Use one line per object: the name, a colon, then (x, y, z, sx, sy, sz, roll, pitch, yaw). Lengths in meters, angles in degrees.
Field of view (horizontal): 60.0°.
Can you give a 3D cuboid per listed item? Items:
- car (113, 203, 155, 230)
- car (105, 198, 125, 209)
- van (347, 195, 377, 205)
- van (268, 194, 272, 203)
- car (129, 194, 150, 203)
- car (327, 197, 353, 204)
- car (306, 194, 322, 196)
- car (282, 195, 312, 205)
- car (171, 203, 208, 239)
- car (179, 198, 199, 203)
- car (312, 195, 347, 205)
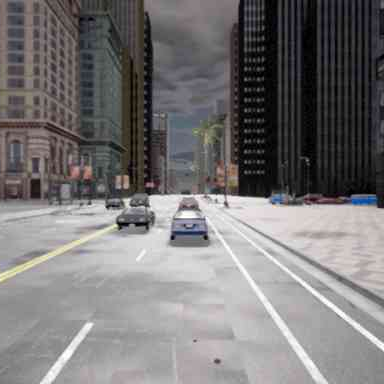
car: (-3.424, 1.601, 21.132, 1.895, 1.301, 4.718, 0, 0, -1)
car: (-10.283, 1.552, 45.071, 2.033, 1.411, 5.357, 0, 0, 0)
van: (27.817, 1.316, 53.855, 3.998, 1.788, 1.690, 0, 0, -1)
van: (16.370, 1.305, 62.259, 3.998, 1.788, 1.690, 0, 0, -1)
car: (-7.033, 1.229, 45.206, 2.150, 2.045, 5.566, 0, 0, 0)
car: (27.725, 1.532, 62.381, 4.206, 1.307, 1.802, 0, 0, -1)
car: (22.047, 1.272, 62.319, 5.009, 1.841, 2.192, 0, 0, -1)
car: (16.462, 1.539, 53.735, 4.403, 1.369, 2.008, 0, 0, -1)
car: (-0.134, 1.546, 17.320, 2.033, 1.411, 5.357, 0, 0, -1)
car: (-0.307, 1.351, 34.193, 2.097, 1.767, 4.553, 0, 0, -1)
car: (22.140, 1.563, 53.796, 4.206, 1.307, 1.802, 0, 0, -1)
